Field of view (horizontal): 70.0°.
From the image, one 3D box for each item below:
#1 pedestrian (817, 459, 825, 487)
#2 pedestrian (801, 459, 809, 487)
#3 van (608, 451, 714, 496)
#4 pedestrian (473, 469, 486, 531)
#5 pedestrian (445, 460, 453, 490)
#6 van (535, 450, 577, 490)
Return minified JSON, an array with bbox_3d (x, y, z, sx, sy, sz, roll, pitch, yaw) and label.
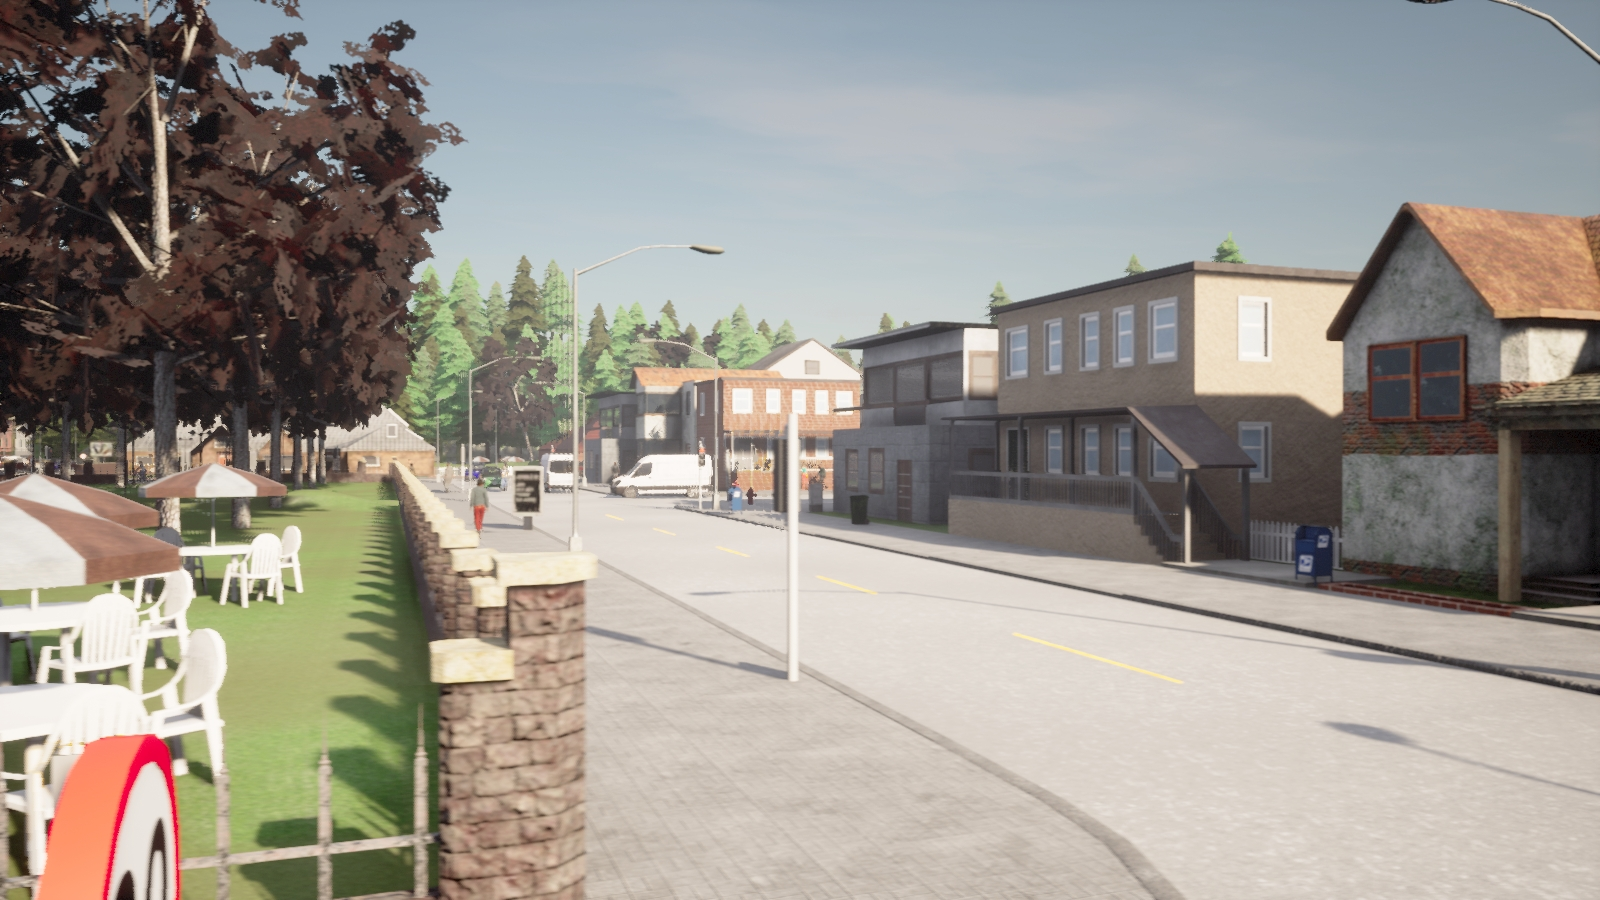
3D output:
[{"bbox_3d":[1.380,1.517,75.331,0.375,1.860,0.375,0,0,-20],"label":"pedestrian"},{"bbox_3d":[0.334,1.517,75.117,0.375,1.860,0.375,0,0,28],"label":"pedestrian"},{"bbox_3d":[-8.118,1.315,66.798,5.915,2.561,1.988,0,0,-16],"label":"van"},{"bbox_3d":[-9.730,1.525,34.662,0.375,1.860,0.375,0,0,-18],"label":"pedestrian"},{"bbox_3d":[-21.851,1.525,71.129,0.375,1.860,0.375,0,0,38],"label":"pedestrian"},{"bbox_3d":[-16.489,1.315,77.107,1.988,2.561,5.915,0,0,-20],"label":"van"}]
